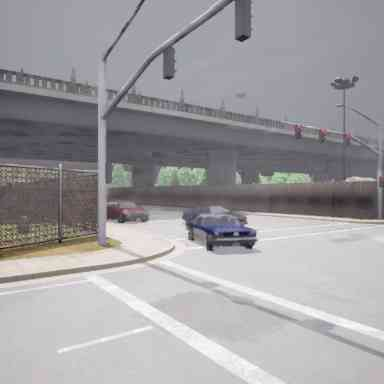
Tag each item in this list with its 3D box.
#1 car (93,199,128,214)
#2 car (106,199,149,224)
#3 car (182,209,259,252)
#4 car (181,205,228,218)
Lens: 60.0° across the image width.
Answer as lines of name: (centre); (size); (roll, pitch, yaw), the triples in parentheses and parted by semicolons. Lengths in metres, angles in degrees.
car: (-9.234, 1.547, 37.364); (2.128, 1.511, 4.902); (0, 0, -35)
car: (-5.134, 1.408, 25.594); (2.097, 1.767, 4.553); (0, 0, -36)
car: (1.122, 1.639, 14.403); (1.895, 1.301, 4.718); (0, 0, -14)
car: (1.362, 1.603, 22.520); (2.033, 1.411, 5.357); (0, 0, -36)
